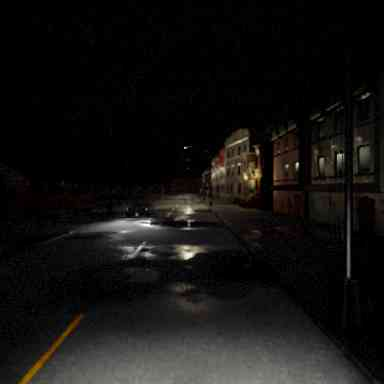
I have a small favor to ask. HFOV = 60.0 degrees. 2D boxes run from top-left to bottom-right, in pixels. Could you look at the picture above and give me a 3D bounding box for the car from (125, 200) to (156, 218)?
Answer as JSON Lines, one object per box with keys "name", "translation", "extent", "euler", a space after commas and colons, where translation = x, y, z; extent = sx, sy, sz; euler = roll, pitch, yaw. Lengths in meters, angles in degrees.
{"name": "car", "translation": [-4.147, 1.369, 27.265], "extent": [1.895, 1.301, 4.718], "euler": [0, 0, 0]}
